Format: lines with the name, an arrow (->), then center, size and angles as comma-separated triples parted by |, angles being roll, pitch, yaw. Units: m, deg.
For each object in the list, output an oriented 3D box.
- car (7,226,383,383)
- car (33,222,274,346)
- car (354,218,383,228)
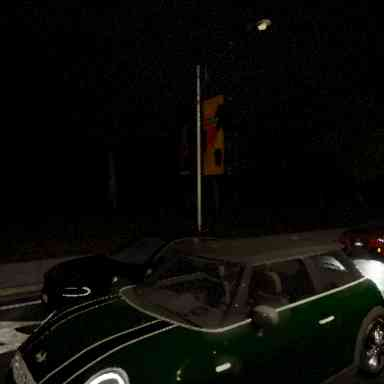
car -> 0.390, 1.418, 3.968 | 4.553, 1.767, 2.097 | 1, -1, -37
car -> -0.568, 1.597, 7.315 | 5.008, 1.535, 1.882 | 1, -1, -37
car -> 7.819, 1.791, 13.678 | 4.181, 1.385, 1.994 | 1, -1, -38
